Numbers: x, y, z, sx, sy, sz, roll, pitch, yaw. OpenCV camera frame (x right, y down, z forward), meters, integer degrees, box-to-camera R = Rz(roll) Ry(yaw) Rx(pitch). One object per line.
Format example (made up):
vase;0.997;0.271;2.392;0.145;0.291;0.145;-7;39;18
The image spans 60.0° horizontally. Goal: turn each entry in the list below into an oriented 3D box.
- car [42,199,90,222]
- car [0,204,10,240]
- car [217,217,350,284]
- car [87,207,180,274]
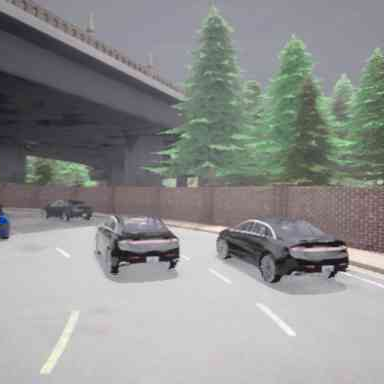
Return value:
car;-9.109;1.285;24.144;4.892;1.490;1.837;1;0;41
car;-9.786;1.285;14.959;1.882;1.535;5.008;1;0;-45
car;2.289;1.482;9.714;2.128;1.511;4.902;1;0;-18
car;-1.883;1.424;10.430;2.128;1.511;4.902;1;0;-22
